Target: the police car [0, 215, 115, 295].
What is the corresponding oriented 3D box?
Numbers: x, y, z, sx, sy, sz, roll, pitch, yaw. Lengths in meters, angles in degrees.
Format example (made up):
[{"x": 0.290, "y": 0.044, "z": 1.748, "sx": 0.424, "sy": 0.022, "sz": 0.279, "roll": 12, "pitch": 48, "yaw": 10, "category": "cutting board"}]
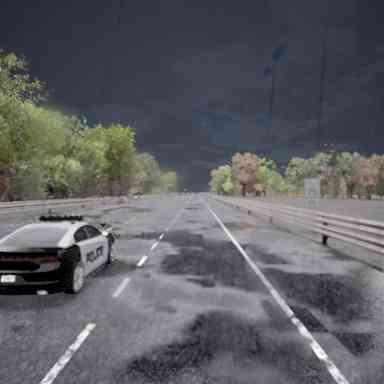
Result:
[{"x": -3.397, "y": 1.427, "z": 8.829, "sx": 1.930, "sy": 1.638, "sz": 5.238, "roll": 0, "pitch": 0, "yaw": 1, "category": "police car"}]
